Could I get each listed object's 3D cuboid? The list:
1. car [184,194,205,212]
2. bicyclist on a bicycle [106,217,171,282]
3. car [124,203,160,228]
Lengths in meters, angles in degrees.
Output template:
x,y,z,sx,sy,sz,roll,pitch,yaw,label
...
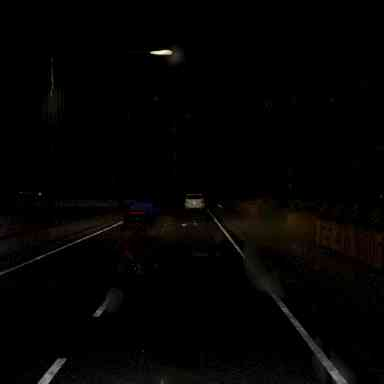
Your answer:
x,y,z,sx,sy,sz,roll,pitch,yaw,label
0.299,1.220,38.316,2.150,2.045,5.566,0,0,0,car
-1.359,1.453,8.339,1.656,1.620,0.582,-2,0,0,bicyclist on a bicycle
-3.290,1.477,22.497,1.882,1.535,5.008,0,0,0,car
